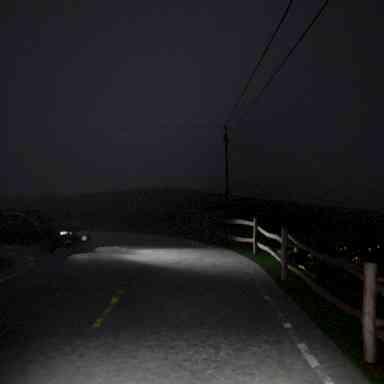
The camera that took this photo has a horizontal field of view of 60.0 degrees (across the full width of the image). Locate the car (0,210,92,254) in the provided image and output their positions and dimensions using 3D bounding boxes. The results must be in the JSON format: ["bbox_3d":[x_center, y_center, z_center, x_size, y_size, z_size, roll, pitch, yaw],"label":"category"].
[{"bbox_3d":[-6.412,1.487,13.308,4.902,1.511,2.128,0,0,17],"label":"car"}]
